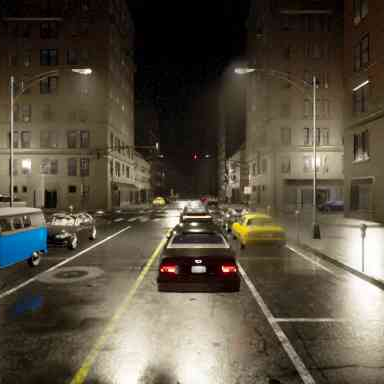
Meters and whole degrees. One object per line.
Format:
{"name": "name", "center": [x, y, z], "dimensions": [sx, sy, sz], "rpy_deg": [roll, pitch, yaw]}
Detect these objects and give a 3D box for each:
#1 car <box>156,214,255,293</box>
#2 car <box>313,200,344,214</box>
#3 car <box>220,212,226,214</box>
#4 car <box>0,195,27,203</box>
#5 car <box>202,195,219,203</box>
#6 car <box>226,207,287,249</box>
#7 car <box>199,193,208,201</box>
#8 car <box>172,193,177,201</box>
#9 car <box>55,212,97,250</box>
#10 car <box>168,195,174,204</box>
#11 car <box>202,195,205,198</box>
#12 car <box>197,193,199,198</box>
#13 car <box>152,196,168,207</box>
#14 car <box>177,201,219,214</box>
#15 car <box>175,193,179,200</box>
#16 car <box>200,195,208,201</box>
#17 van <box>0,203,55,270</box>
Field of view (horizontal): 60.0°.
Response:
{"name": "car", "center": [0.136, 1.547, 8.970], "dimensions": [2.033, 1.411, 5.357], "rpy_deg": [0, 0, 0]}
{"name": "car", "center": [14.659, 1.472, 34.106], "dimensions": [4.181, 1.385, 1.994], "rpy_deg": [-1, 0, 0]}
{"name": "car", "center": [2.720, 1.550, 19.517], "dimensions": [2.008, 1.369, 4.403], "rpy_deg": [0, 0, 0]}
{"name": "car", "center": [-17.216, 1.308, 31.242], "dimensions": [5.566, 2.045, 2.150], "rpy_deg": [0, 0, 0]}
{"name": "car", "center": [2.834, 1.549, 46.393], "dimensions": [2.008, 1.369, 4.403], "rpy_deg": [0, 0, 0]}
{"name": "car", "center": [2.703, 1.525, 14.281], "dimensions": [1.752, 1.417, 4.829], "rpy_deg": [0, 0, 0]}
{"name": "car", "center": [2.931, 1.434, 69.120], "dimensions": [1.967, 1.590, 4.097], "rpy_deg": [0, 0, 0]}
{"name": "car", "center": [-5.069, 1.542, 74.832], "dimensions": [2.008, 1.369, 4.403], "rpy_deg": [0, 0, 0]}
{"name": "car", "center": [-5.332, 1.550, 14.145], "dimensions": [2.008, 1.369, 4.403], "rpy_deg": [0, 0, 0]}
{"name": "car", "center": [-5.118, 1.561, 63.470], "dimensions": [1.947, 1.339, 4.313], "rpy_deg": [0, 0, 0]}
{"name": "car", "center": [2.858, 1.579, 52.074], "dimensions": [1.802, 1.307, 4.206], "rpy_deg": [0, 0, 0]}
{"name": "car", "center": [2.980, 1.305, 80.483], "dimensions": [2.192, 1.841, 5.009], "rpy_deg": [0, 0, 0]}
{"name": "car", "center": [-5.168, 1.523, 51.938], "dimensions": [1.752, 1.417, 4.829], "rpy_deg": [0, 0, 0]}
{"name": "car", "center": [0.192, 1.491, 19.416], "dimensions": [2.128, 1.511, 4.902], "rpy_deg": [0, 0, -2]}
{"name": "car", "center": [-5.021, 1.428, 86.194], "dimensions": [1.967, 1.590, 4.097], "rpy_deg": [0, 0, 0]}
{"name": "car", "center": [3.004, 1.554, 86.165], "dimensions": [1.947, 1.339, 4.313], "rpy_deg": [0, 0, 0]}
{"name": "van", "center": [-5.357, 1.341, 8.738], "dimensions": [1.690, 1.788, 3.998], "rpy_deg": [0, 0, 0]}
